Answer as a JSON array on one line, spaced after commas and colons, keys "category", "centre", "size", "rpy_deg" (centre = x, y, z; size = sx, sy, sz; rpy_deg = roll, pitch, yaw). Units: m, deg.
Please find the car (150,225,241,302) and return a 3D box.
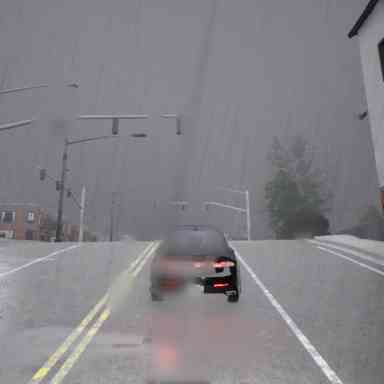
[{"category": "car", "centre": [0.079, 1.595, 8.501], "size": [2.128, 1.511, 4.902], "rpy_deg": [0, -1, 0]}]
